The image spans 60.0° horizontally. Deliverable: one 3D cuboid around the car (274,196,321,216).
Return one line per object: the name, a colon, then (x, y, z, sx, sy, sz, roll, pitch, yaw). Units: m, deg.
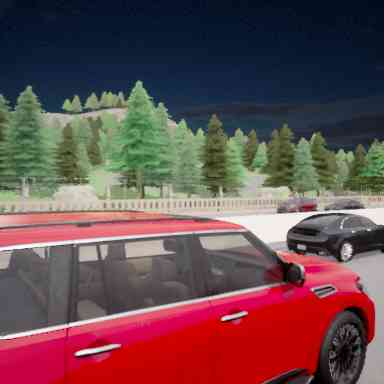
car: (10.505, 1.328, 32.974, 4.553, 1.767, 2.097, 0, 0, -35)

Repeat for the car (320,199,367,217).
car: (14.382, 1.479, 31.440, 4.892, 1.490, 1.837, 0, 0, -35)

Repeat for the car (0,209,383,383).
car: (-0.339, 1.220, 3.503, 5.566, 2.045, 2.150, 0, 0, -36)
